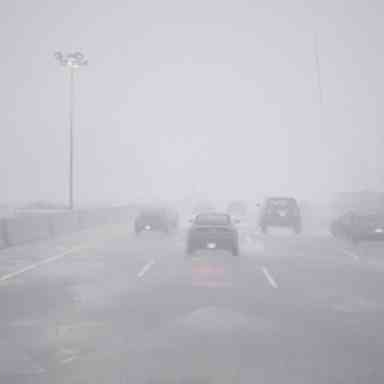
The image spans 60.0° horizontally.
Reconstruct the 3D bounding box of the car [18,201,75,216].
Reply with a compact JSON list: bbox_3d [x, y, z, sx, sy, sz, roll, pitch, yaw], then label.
[{"bbox_3d":[-11.592,1.664,27.219,1.895,1.301,4.718,0,0,10],"label":"car"}]

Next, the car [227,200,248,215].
[{"bbox_3d":[4.926,1.637,36.479,1.837,1.490,4.892,0,0,14],"label":"car"}]

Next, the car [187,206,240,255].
[{"bbox_3d":[0.891,1.552,13.558,1.837,1.490,4.892,0,0,5],"label":"car"}]

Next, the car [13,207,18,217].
[{"bbox_3d":[-14.428,1.561,30.959,2.128,1.511,4.902,0,0,11],"label":"car"}]

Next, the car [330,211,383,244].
[{"bbox_3d":[8.219,1.637,16.215,1.994,1.385,4.181,0,0,7],"label":"car"}]

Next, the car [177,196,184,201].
[{"bbox_3d":[-1.410,1.577,70.839,2.097,1.767,4.553,0,0,24],"label":"car"}]

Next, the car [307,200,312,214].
[{"bbox_3d":[12.422,1.658,37.488,1.837,1.490,4.892,0,0,15],"label":"car"}]

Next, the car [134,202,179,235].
[{"bbox_3d":[-1.946,1.565,19.431,1.837,1.490,4.892,0,0,7],"label":"car"}]

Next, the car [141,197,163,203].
[{"bbox_3d":[-7.603,1.797,65.518,1.895,1.301,4.718,0,0,23],"label":"car"}]

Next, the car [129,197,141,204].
[{"bbox_3d":[-10.591,1.737,67.445,2.033,1.411,5.357,0,0,22],"label":"car"}]

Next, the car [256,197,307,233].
[{"bbox_3d":[5.221,1.301,20.393,2.150,2.045,5.566,0,0,8],"label":"car"}]

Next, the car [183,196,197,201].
[{"bbox_3d":[0.773,1.733,67.233,2.128,1.511,4.902,0,0,24],"label":"car"}]

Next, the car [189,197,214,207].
[{"bbox_3d":[1.358,1.650,36.734,1.812,1.442,4.674,0,0,14],"label":"car"}]
